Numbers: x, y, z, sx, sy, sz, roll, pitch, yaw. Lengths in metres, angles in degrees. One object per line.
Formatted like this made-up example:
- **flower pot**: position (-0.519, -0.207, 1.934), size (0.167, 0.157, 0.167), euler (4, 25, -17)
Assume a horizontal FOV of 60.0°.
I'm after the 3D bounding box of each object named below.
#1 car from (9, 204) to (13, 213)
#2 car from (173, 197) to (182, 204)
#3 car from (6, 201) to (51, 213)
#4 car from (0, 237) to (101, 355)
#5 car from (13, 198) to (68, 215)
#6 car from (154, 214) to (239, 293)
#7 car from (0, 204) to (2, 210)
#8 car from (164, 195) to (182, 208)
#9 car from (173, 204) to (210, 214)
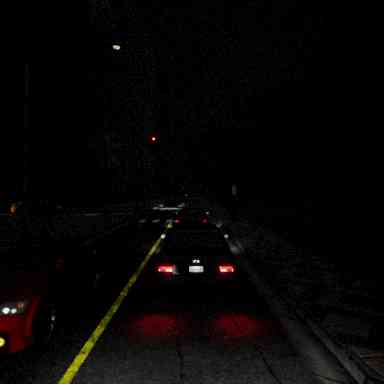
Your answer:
- **car**: position (-15.243, 1.489, 33.150), size (5.008, 1.535, 1.882), euler (0, -2, 0)
- **car**: position (-3.116, 1.708, 71.169), size (1.812, 1.442, 4.674), euler (0, 0, 0)
- **car**: position (-19.072, 1.735, 38.997), size (4.313, 1.339, 1.947), euler (0, -1, 0)
- **car**: position (-3.110, 1.567, 6.132), size (1.994, 1.385, 4.181), euler (0, 0, 0)
- **car**: position (-13.593, 1.380, 30.495), size (4.097, 1.590, 1.967), euler (0, -2, -1)
- **car**: position (0.073, 1.552, 8.993), size (2.033, 1.411, 5.357), euler (0, 0, 0)
- **car**: position (-24.559, 1.754, 38.980), size (4.206, 1.307, 1.802), euler (0, -1, 0)
- **car**: position (-3.139, 1.646, 51.422), size (2.033, 1.411, 5.357), euler (0, 0, 3)
- **car**: position (0.002, 1.577, 18.298), size (1.994, 1.385, 4.181), euler (0, 0, 1)
